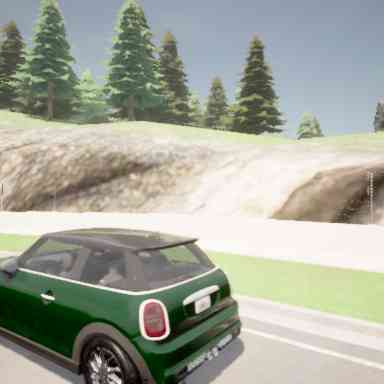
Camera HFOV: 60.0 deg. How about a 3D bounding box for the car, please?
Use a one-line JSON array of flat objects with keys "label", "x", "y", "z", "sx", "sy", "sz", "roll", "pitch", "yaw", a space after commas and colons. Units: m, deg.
[{"label": "car", "x": -1.612, "y": 1.330, "z": 5.137, "sx": 4.553, "sy": 1.767, "sz": 2.097, "roll": 0, "pitch": 0, "yaw": 35}]
